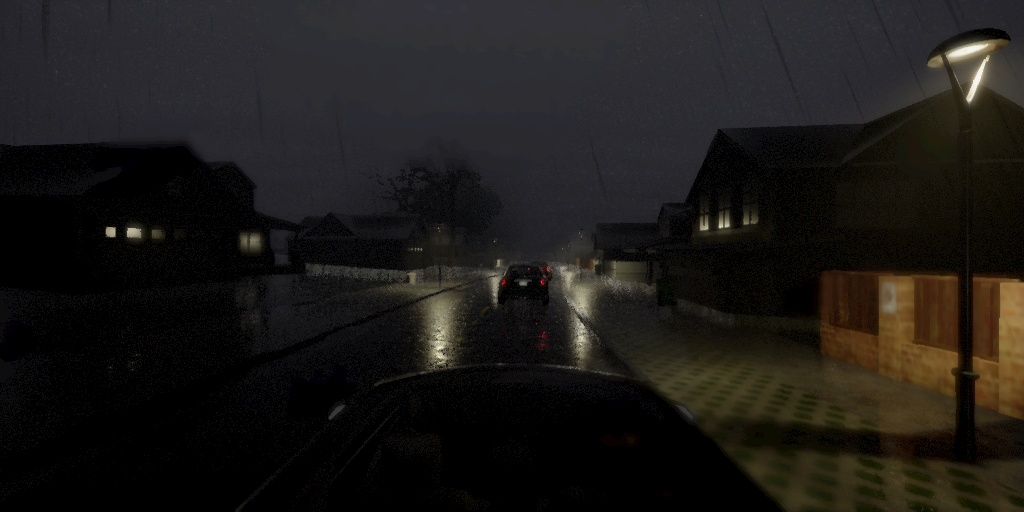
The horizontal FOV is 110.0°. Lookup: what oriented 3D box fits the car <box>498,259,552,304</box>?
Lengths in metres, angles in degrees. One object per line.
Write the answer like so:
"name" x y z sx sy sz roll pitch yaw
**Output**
"car" 0.617 1.111 16.309 2.097 1.767 4.553 0 0 5
